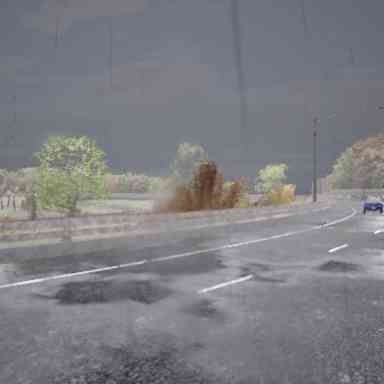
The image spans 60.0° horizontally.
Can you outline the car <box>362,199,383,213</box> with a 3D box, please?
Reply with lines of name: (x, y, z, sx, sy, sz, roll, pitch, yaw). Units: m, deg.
car: (20.574, 1.539, 37.863, 1.882, 1.535, 5.008, 0, 0, 27)
